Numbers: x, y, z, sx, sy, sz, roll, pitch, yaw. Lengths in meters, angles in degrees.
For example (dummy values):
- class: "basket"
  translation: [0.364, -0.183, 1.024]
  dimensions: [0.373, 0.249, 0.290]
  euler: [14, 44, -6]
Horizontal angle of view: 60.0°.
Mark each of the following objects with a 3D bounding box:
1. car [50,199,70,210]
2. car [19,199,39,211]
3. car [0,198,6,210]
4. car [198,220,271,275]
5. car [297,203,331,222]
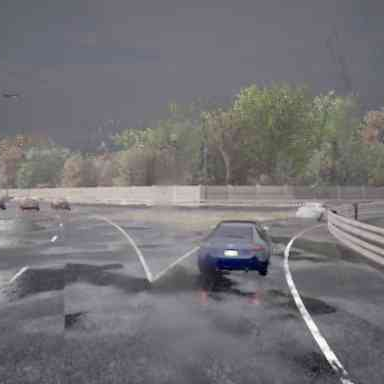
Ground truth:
- class: "car"
  translation: [-17.207, 1.598, 43.367]
  dimensions: [1.812, 1.442, 4.674]
  euler: [0, 0, -32]
- class: "car"
  translation: [-20.843, 1.631, 42.571]
  dimensions: [1.994, 1.385, 4.181]
  euler: [0, 0, -32]
- class: "car"
  translation: [-25.361, 1.568, 43.095]
  dimensions: [1.837, 1.490, 4.892]
  euler: [0, 0, -34]
- class: "car"
  translation: [1.499, 1.588, 10.726]
  dimensions: [1.994, 1.385, 4.181]
  euler: [0, 0, 14]
- class: "car"
  translation: [10.008, 1.590, 26.753]
  dimensions: [1.812, 1.442, 4.674]
  euler: [0, 0, 41]
